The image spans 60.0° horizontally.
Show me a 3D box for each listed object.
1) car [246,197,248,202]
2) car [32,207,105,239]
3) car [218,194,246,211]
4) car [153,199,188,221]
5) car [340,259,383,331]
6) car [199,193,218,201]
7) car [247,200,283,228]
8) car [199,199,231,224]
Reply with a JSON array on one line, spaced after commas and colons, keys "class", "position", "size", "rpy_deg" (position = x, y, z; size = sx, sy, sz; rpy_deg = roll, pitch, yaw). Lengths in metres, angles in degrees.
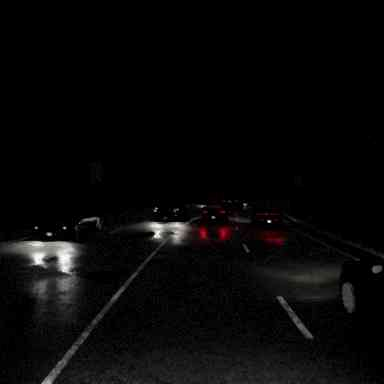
[{"class": "car", "position": [10.199, 1.565, 67.438], "size": [1.812, 1.442, 4.674], "rpy_deg": [0, 0, 23]}, {"class": "car", "position": [-6.309, 1.546, 17.838], "size": [2.033, 1.411, 5.357], "rpy_deg": [0, 0, 5]}, {"class": "car", "position": [5.176, 1.248, 42.329], "size": [2.150, 2.045, 5.566], "rpy_deg": [0, 0, 14]}, {"class": "car", "position": [-1.686, 1.360, 26.953], "size": [2.097, 1.767, 4.553], "rpy_deg": [0, 0, 9]}, {"class": "car", "position": [3.706, 1.483, 4.334], "size": [1.882, 1.535, 5.008], "rpy_deg": [0, 0, 1]}, {"class": "car", "position": [3.141, 1.242, 59.532], "size": [2.150, 2.045, 5.566], "rpy_deg": [0, 0, 21]}, {"class": "car", "position": [4.956, 1.522, 22.482], "size": [1.837, 1.490, 4.892], "rpy_deg": [0, 0, 7]}, {"class": "car", "position": [1.766, 1.539, 25.122], "size": [1.812, 1.442, 4.674], "rpy_deg": [0, 0, 7]}]
